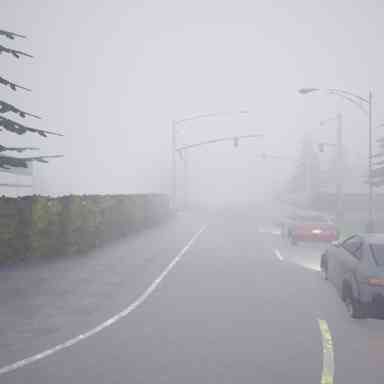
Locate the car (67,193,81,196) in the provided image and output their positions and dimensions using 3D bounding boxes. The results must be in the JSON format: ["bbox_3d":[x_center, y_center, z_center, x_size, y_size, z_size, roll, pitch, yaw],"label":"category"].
[{"bbox_3d":[-21.981,1.336,59.408,1.845,1.501,3.633,0,0,8],"label":"car"}]

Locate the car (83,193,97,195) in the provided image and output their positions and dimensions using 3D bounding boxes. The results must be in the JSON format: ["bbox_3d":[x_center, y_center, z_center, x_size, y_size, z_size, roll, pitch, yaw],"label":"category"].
[{"bbox_3d":[-23.046,1.120,78.276,1.932,1.855,4.605,0,0,8],"label":"car"}]

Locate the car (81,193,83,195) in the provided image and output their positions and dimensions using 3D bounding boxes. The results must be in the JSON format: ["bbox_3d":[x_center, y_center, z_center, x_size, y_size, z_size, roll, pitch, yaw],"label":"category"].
[{"bbox_3d":[-25.980,1.099,78.261,1.905,1.878,3.866,0,0,8],"label":"car"}]

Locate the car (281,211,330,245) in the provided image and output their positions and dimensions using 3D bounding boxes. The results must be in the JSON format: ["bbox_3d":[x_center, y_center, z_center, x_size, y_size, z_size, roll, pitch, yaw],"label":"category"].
[{"bbox_3d":[5.371,1.571,15.554,1.994,1.385,4.181,0,0,8],"label":"car"}]

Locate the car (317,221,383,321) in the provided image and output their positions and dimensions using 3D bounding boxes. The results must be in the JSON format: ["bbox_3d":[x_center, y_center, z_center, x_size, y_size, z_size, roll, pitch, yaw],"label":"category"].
[{"bbox_3d":[4.053,1.567,7.070,1.994,1.385,4.181,0,0,14],"label":"car"}]

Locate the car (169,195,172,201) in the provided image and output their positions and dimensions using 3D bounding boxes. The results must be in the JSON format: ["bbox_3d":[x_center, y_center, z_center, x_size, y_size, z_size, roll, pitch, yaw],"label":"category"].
[{"bbox_3d":[-4.652,1.400,75.623,1.845,1.501,3.633,0,0,8],"label":"car"}]
